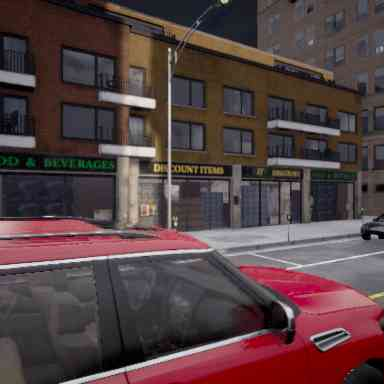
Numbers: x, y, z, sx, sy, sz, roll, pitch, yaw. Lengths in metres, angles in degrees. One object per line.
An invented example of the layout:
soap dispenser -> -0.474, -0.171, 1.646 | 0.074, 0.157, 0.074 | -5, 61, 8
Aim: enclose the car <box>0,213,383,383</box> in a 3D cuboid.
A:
car -> -0.745, 1.221, 2.466 | 5.566, 2.045, 2.150 | 0, 0, -32
